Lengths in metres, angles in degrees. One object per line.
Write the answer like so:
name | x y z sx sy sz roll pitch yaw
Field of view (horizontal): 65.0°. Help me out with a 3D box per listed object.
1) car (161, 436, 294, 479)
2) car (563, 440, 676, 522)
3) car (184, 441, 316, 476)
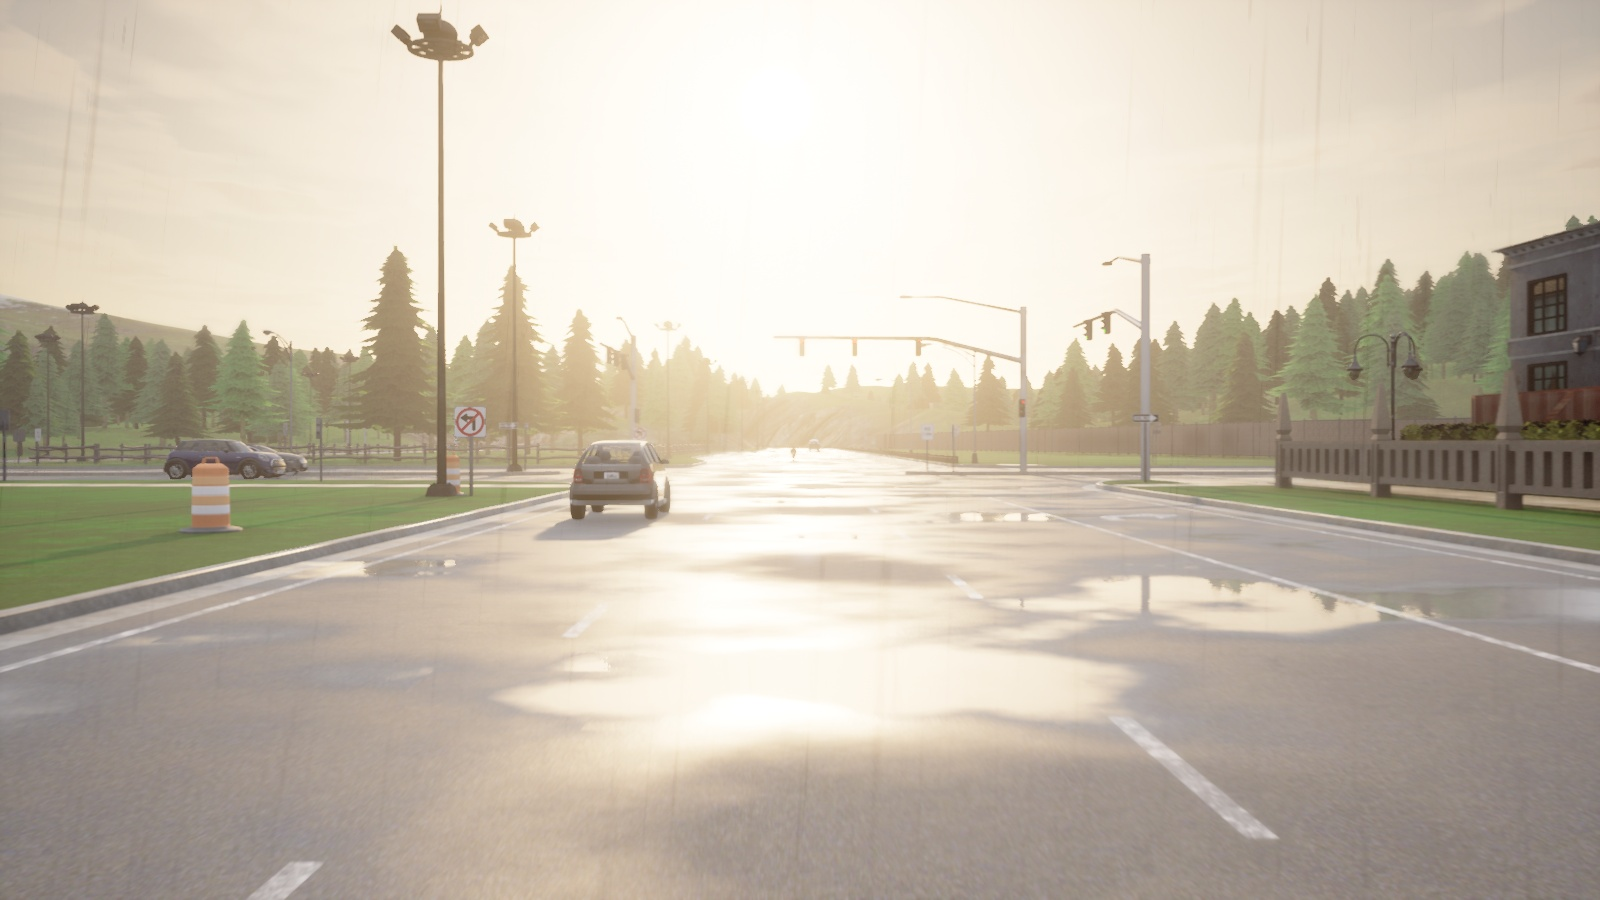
car | -23.729 0.294 52.173 4.553 1.767 2.097 0 0 0
car | -3.604 0.578 25.630 1.789 1.549 3.705 0 0 0
car | -24.341 0.373 55.677 4.902 1.511 2.128 0 0 0
